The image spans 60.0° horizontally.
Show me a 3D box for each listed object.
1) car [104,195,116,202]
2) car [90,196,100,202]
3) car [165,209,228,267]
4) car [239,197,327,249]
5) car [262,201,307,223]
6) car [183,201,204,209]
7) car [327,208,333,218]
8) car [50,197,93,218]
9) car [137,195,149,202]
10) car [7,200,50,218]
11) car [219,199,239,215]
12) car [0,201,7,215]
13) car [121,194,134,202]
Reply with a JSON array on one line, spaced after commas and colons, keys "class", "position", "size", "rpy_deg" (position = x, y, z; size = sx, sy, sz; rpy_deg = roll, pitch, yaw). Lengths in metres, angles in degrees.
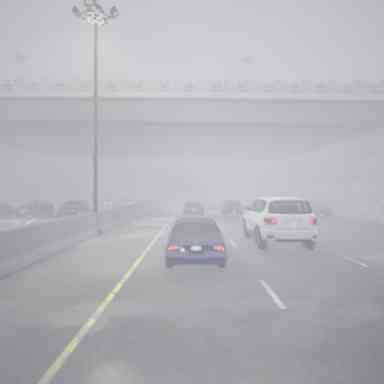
[{"class": "car", "position": [-17.380, 1.414, 70.757], "size": [1.812, 1.442, 4.674], "rpy_deg": [0, 0, 0]}, {"class": "car", "position": [-20.880, 1.442, 70.344], "size": [1.994, 1.385, 4.181], "rpy_deg": [0, 0, 0]}, {"class": "car", "position": [0.116, 1.534, 11.286], "size": [2.033, 1.411, 5.357], "rpy_deg": [0, 0, 0]}, {"class": "car", "position": [3.625, 1.210, 14.532], "size": [2.150, 2.045, 5.566], "rpy_deg": [0, 0, 0]}, {"class": "car", "position": [7.147, 1.524, 26.273], "size": [2.033, 1.411, 5.357], "rpy_deg": [0, 0, 0]}, {"class": "car", "position": [0.160, 1.528, 31.703], "size": [1.994, 1.385, 4.181], "rpy_deg": [0, 0, 0]}, {"class": "car", "position": [10.656, 1.577, 29.563], "size": [1.895, 1.301, 4.718], "rpy_deg": [0, 0, 0]}, {"class": "car", "position": [-10.538, 1.461, 29.735], "size": [1.837, 1.490, 4.892], "rpy_deg": [0, 0, 0]}, {"class": "car", "position": [-10.380, 1.421, 70.750], "size": [2.128, 1.511, 4.902], "rpy_deg": [0, 0, 0]}, {"class": "car", "position": [-14.037, 1.444, 30.003], "size": [2.128, 1.511, 4.902], "rpy_deg": [0, 0, 0]}, {"class": "car", "position": [3.660, 1.472, 31.245], "size": [1.837, 1.490, 4.892], "rpy_deg": [0, 0, 0]}, {"class": "car", "position": [-17.537, 1.513, 29.548], "size": [1.994, 1.385, 4.181], "rpy_deg": [0, 0, 0]}, {"class": "car", "position": [-13.879, 1.260, 71.645], "size": [2.097, 1.767, 4.553], "rpy_deg": [0, 0, 0]}]
